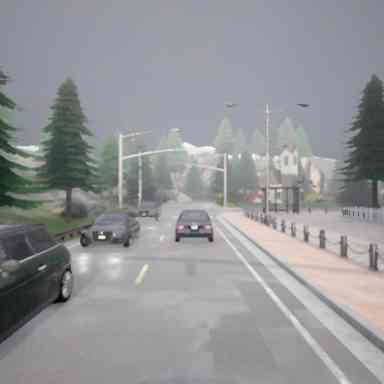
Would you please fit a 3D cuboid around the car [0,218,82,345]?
[{"bbox_3d":[-3.581,1.368,5.212,2.097,1.767,4.553,0,0,0],"label":"car"}]

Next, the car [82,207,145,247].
[{"bbox_3d":[-3.570,1.613,15.178,1.994,1.385,4.181,0,0,0],"label":"car"}]

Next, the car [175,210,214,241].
[{"bbox_3d":[0.105,1.602,16.979,2.033,1.411,5.357,0,0,0],"label":"car"}]

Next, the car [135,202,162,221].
[{"bbox_3d":[-3.490,1.443,26.220,1.994,1.385,4.181,0,0,0],"label":"car"}]
